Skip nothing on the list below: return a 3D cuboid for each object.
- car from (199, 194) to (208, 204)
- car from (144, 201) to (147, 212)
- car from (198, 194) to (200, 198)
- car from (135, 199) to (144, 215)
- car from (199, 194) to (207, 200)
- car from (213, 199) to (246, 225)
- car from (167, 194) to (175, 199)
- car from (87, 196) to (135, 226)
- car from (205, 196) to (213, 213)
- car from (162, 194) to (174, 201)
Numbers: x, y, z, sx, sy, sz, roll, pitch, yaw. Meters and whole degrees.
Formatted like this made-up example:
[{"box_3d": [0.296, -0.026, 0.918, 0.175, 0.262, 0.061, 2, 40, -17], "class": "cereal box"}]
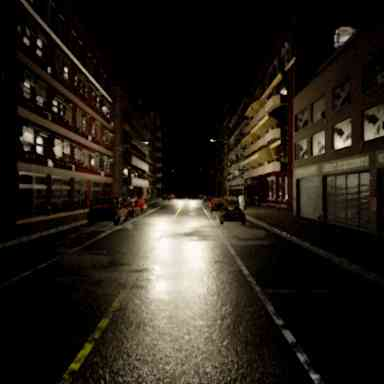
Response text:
[{"box_3d": [2.694, 1.369, 57.008, 2.008, 1.369, 4.403, 0, 0, 0], "class": "car"}, {"box_3d": [-5.687, 1.435, 34.469, 1.887, 1.381, 4.507, 0, 0, 0], "class": "car"}, {"box_3d": [2.695, 1.267, 79.723, 1.752, 1.417, 4.829, 0, 0, 0], "class": "car"}, {"box_3d": [-5.688, 1.349, 28.831, 1.967, 1.590, 4.097, 0, 0, 0], "class": "car"}, {"box_3d": [2.695, 1.289, 85.189, 1.947, 1.339, 4.313, 0, 0, 0], "class": "car"}, {"box_3d": [2.692, 1.452, 23.361, 1.752, 1.417, 4.829, 0, 0, 0], "class": "car"}, {"box_3d": [-5.686, 1.249, 90.830, 1.887, 1.381, 4.507, 0, 0, 0], "class": "car"}, {"box_3d": [-5.687, 1.242, 23.195, 2.192, 1.841, 5.009, 0, 0, 0], "class": "car"}, {"box_3d": [2.693, 1.436, 34.464, 1.887, 1.381, 4.507, 0, 0, 0], "class": "car"}, {"box_3d": [-5.686, 1.312, 73.921, 2.008, 1.369, 4.403, 0, 0, 0], "class": "car"}]
